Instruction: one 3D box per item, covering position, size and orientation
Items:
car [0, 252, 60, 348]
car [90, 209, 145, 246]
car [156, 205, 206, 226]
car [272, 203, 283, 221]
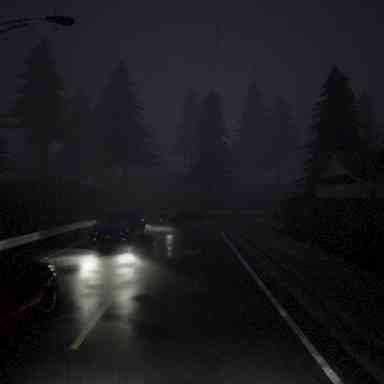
[{"bbox_3d":[-3.581,1.614,4.846,1.994,1.385,4.181,0,-1,0],"label":"car"},{"bbox_3d":[-3.504,1.641,16.370,1.882,1.535,5.008,0,-1,0],"label":"car"},{"bbox_3d":[-0.789,1.778,26.319,1.812,1.442,4.674,0,-1,40],"label":"car"},{"bbox_3d":[9.170,1.623,28.152,4.553,1.767,2.097,0,-1,-19],"label":"car"}]
